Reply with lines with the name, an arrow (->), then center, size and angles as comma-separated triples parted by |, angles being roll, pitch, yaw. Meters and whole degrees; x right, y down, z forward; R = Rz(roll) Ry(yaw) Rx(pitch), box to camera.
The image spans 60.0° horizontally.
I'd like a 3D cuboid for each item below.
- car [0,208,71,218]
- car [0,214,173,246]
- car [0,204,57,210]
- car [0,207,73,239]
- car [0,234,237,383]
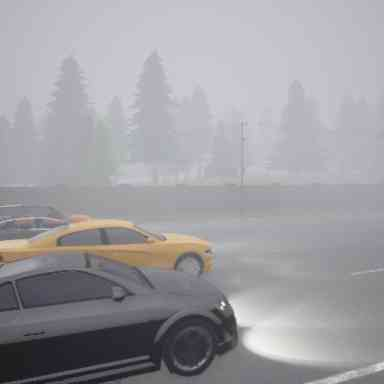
car -> -4.713, 1.434, 10.682 | 4.902, 1.511, 2.128 | -1, 1, -21
car -> -1.909, 1.417, 8.014 | 5.008, 1.535, 1.882 | -1, 1, -21
car -> -6.175, 1.278, 13.868 | 4.553, 1.767, 2.097 | -1, 1, -21
car -> -8.530, 1.524, 16.710 | 4.718, 1.301, 1.895 | -1, 1, -21
car -> -1.523, 1.536, 4.411 | 4.181, 1.385, 1.994 | -1, 1, -21
